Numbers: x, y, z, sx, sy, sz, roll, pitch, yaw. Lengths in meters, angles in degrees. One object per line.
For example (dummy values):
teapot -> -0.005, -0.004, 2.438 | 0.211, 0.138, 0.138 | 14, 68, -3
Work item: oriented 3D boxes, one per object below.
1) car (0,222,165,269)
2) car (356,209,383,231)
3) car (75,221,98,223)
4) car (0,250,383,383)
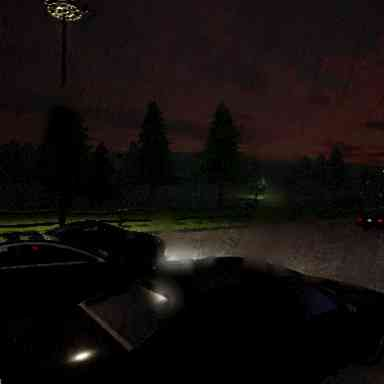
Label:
car -> -2.850, 1.503, 6.012 | 4.902, 1.511, 2.128 | 1, 0, -36
car -> 12.683, 1.778, 21.389 | 5.357, 1.411, 2.033 | 1, 0, -35
car -> -2.913, 1.600, 10.267 | 4.181, 1.385, 1.994 | 1, 0, -35
car -> 0.524, 1.575, 4.119 | 5.357, 1.411, 2.033 | 1, 0, -36
